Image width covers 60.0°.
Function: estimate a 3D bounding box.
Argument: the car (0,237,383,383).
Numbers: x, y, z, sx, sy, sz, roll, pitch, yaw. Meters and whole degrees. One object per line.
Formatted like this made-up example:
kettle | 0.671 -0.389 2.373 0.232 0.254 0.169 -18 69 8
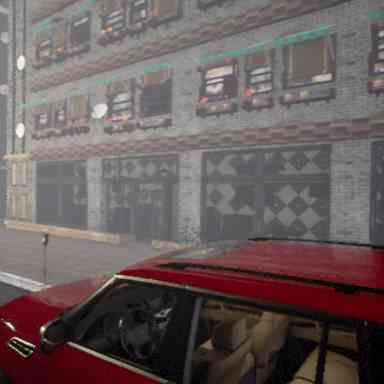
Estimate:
car | 0.309 1.308 2.485 5.009 1.841 2.192 0 1 35
